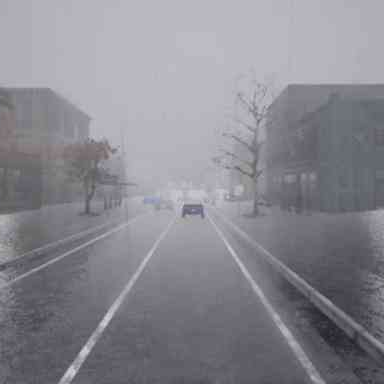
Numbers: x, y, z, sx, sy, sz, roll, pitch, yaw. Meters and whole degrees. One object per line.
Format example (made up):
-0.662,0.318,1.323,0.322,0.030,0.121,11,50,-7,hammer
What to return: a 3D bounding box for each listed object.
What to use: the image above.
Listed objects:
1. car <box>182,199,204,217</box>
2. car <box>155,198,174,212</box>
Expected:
0.101,1.431,30.951,1.882,1.535,5.008,0,0,0,car
-3.088,1.432,38.194,2.128,1.511,4.902,0,0,0,car
